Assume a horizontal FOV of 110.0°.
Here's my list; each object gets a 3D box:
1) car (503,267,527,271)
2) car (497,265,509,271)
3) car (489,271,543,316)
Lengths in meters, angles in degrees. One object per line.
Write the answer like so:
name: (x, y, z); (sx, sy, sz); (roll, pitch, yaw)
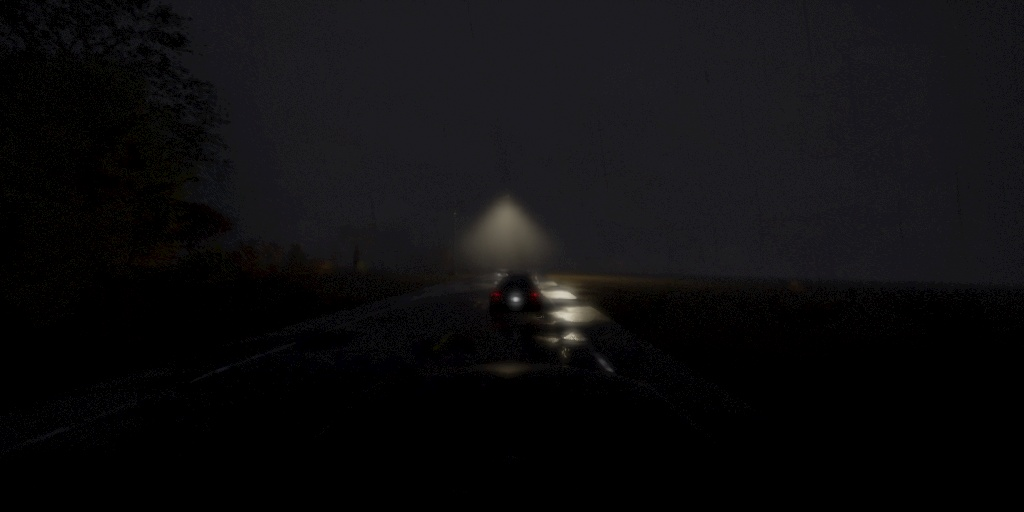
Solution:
car: (0.551, 1.743, 28.424); (1.895, 1.301, 4.718); (0, -1, 3)
car: (-1.266, 2.224, 60.337); (1.812, 1.442, 4.674); (0, -1, 5)
car: (0.185, 1.491, 14.352); (1.994, 1.385, 4.181); (0, -1, 2)
